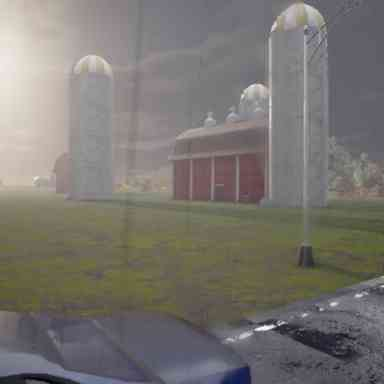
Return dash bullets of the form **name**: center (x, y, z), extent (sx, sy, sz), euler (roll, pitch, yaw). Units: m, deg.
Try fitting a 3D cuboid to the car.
- **car**: center (-1.978, 1.548, 1.670), extent (5.357, 1.411, 2.033), euler (0, 0, -35)
